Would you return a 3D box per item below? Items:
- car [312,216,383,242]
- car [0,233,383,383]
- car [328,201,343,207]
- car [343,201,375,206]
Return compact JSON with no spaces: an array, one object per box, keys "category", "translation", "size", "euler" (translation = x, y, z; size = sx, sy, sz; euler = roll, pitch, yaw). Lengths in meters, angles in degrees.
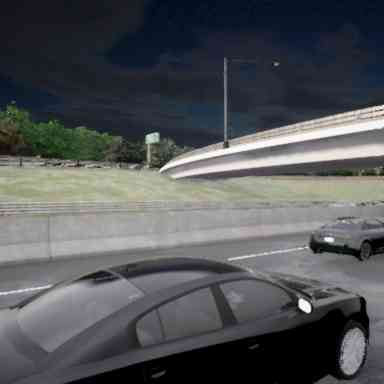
[{"category":"car","translation":[6.322,1.608,12.525],"size":[4.181,1.385,1.994],"euler":[0,0,-35]},{"category":"car","translation":[0.081,1.484,3.787],"size":[5.008,1.535,1.882],"euler":[0,0,-36]},{"category":"car","translation":[19.765,1.857,43.754],"size":[4.674,1.442,1.812],"euler":[1,-1,-35]},{"category":"car","translation":[20.717,1.915,40.149],"size":[4.718,1.301,1.895],"euler":[1,-1,-35]}]
